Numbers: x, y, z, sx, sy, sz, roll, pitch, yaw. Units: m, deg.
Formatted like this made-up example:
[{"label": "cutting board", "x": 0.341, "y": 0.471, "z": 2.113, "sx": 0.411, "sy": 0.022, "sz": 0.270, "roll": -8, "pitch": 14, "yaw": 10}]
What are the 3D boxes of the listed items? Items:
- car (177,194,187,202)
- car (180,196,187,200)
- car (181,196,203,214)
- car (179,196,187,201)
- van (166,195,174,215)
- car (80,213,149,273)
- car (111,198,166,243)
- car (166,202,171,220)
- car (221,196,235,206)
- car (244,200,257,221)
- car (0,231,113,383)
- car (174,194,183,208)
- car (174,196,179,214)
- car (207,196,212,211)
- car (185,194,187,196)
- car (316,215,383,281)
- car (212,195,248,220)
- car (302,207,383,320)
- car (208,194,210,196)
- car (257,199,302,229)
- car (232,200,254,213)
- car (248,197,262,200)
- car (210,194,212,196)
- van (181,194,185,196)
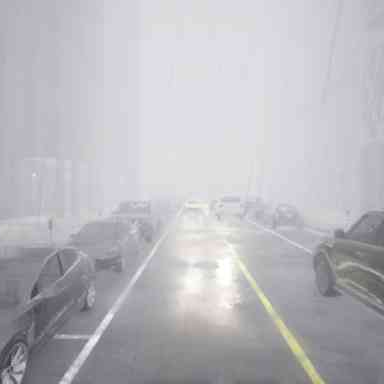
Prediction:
[{"label": "car", "x": -2.458, "y": 1.428, "z": 83.952, "sx": 2.192, "sy": 1.841, "sz": 5.009, "roll": 0, "pitch": 0, "yaw": 0}, {"label": "car", "x": -2.416, "y": 1.700, "z": 95.224, "sx": 1.947, "sy": 1.339, "sz": 4.313, "roll": 0, "pitch": 0, "yaw": 0}, {"label": "car", "x": 0.128, "y": 1.526, "z": 36.291, "sx": 1.882, "sy": 1.535, "sz": 5.008, "roll": 0, "pitch": 0, "yaw": 0}, {"label": "car", "x": -2.437, "y": 1.689, "z": 89.588, "sx": 1.947, "sy": 1.339, "sz": 4.313, "roll": 0, "pitch": 0, "yaw": 0}, {"label": "van", "x": -2.670, "y": 1.367, "z": 27.585, "sx": 1.690, "sy": 1.788, "sz": 3.998, "roll": 0, "pitch": 0, "yaw": 0}, {"label": "car", "x": -2.734, "y": 1.569, "z": 10.675, "sx": 1.947, "sy": 1.339, "sz": 4.313, "roll": 0, "pitch": 0, "yaw": 0}, {"label": "car", "x": -2.713, "y": 1.326, "z": 16.311, "sx": 2.192, "sy": 1.841, "sz": 5.009, "roll": 0, "pitch": 0, "yaw": 0}, {"label": "car", "x": -2.692, "y": 1.563, "z": 21.948, "sx": 1.887, "sy": 1.381, "sz": 4.507, "roll": 0, "pitch": 0, "yaw": 0}, {"label": "car", "x": 5.961, "y": 1.539, "z": 55.743, "sx": 1.967, "sy": 1.590, "sz": 4.097, "roll": 0, "pitch": 0, "yaw": 0}, {"label": "car", "x": 5.855, "y": 1.626, "z": 27.562, "sx": 1.947, "sy": 1.339, "sz": 4.313, "roll": 0, "pitch": 0, "yaw": 0}, {"label": "car", "x": -2.755, "y": 1.562, "z": 5.038, "sx": 1.947, "sy": 1.339, "sz": 4.313, "roll": 0, "pitch": 0, "yaw": 0}, {"label": "car", "x": -2.607, "y": 1.489, "z": 44.495, "sx": 1.967, "sy": 1.590, "sz": 4.097, "roll": 0, "pitch": 0, "yaw": 0}, {"label": "car", "x": -2.649, "y": 1.474, "z": 33.222, "sx": 1.967, "sy": 1.590, "sz": 4.097, "roll": 0, "pitch": 0, "yaw": 0}, {"label": "car", "x": 3.167, "y": 1.576, "z": 41.968, "sx": 1.837, "sy": 1.490, "sz": 4.892, "roll": 0, "pitch": 0, "yaw": 1}, {"label": "car", "x": -2.522, "y": 1.633, "z": 67.041, "sx": 2.008, "sy": 1.369, "sz": 4.403, "roll": 0, "pitch": 0, "yaw": 0}, {"label": "car", "x": 5.791, "y": 1.588, "z": 10.654, "sx": 2.008, "sy": 1.369, "sz": 4.403, "roll": 0, "pitch": 0, "yaw": 0}, {"label": "car", "x": 3.159, "y": 1.273, "z": 28.991, "sx": 2.150, "sy": 2.045, "sz": 5.566, "roll": 0, "pitch": 0, "yaw": 1}, {"label": "car", "x": 3.871, "y": 1.245, "z": 5.462, "sx": 2.150, "sy": 2.045, "sz": 5.566, "roll": 0, "pitch": 0, "yaw": 0}, {"label": "car", "x": 6.109, "y": 1.750, "z": 95.197, "sx": 1.802, "sy": 1.307, "sz": 4.206, "roll": 0, "pitch": 0, "yaw": 0}, {"label": "car", "x": 5.833, "y": 1.493, "z": 21.926, "sx": 1.967, "sy": 1.590, "sz": 4.097, "roll": 0, "pitch": 0, "yaw": 0}, {"label": "car", "x": 5.897, "y": 1.620, "z": 38.835, "sx": 1.887, "sy": 1.381, "sz": 4.507, "roll": 0, "pitch": 0, "yaw": 0}, {"label": "car", "x": 5.876, "y": 1.383, "z": 33.199, "sx": 2.192, "sy": 1.841, "sz": 5.009, "roll": 0, "pitch": 0, "yaw": 0}, {"label": "car", "x": 6.067, "y": 1.729, "z": 83.925, "sx": 1.802, "sy": 1.307, "sz": 4.206, "roll": 0, "pitch": 0, "yaw": 0}, {"label": "van", "x": -2.564, "y": 1.406, "z": 55.769, "sx": 1.690, "sy": 1.788, "sz": 3.998, "roll": 0, "pitch": 0, "yaw": 0}]
